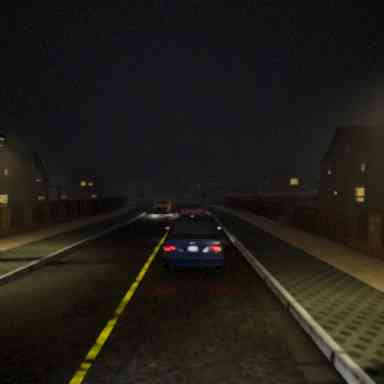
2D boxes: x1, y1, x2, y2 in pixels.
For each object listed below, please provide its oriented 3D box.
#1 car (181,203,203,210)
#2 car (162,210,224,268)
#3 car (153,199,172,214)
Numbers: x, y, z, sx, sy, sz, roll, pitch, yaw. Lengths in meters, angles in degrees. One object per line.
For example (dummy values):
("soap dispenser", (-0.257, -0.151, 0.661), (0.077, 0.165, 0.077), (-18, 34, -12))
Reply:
("car", (-0.020, 1.635, 28.574), (1.895, 1.301, 4.718), (0, 0, 0))
("car", (0.042, 1.554, 11.304), (2.033, 1.411, 5.357), (0, 0, 0))
("car", (-3.217, 1.533, 36.626), (1.882, 1.535, 5.008), (0, 0, -3))
